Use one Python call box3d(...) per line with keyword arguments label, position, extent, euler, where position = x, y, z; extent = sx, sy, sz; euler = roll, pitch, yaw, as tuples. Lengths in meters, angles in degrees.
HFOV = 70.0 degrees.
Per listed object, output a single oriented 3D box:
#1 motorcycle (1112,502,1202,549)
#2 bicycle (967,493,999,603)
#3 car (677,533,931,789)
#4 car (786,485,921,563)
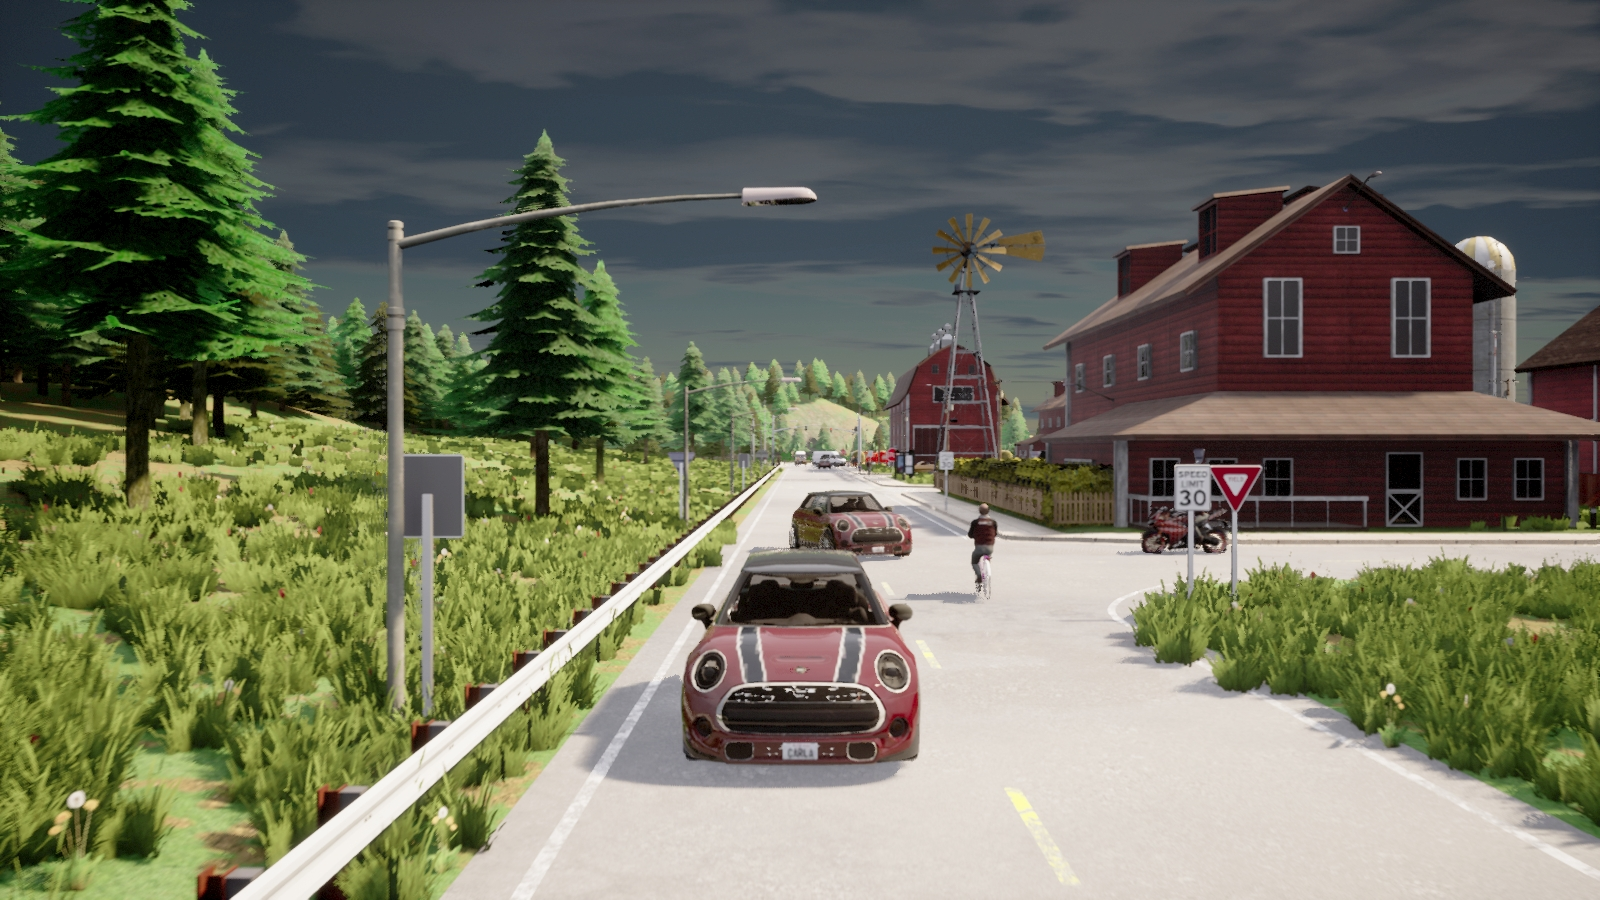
box3d(label="motorcycle", position=(9.781, 2.065, 31.356), extent=(2.209, 1.251, 0.867), euler=(0, 0, 0))
box3d(label="bicycle", position=(3.482, 1.815, 21.772), extent=(0.329, 1.919, 1.835), euler=(0, 1, 0))
box3d(label="car", position=(0.052, 1.905, 11.695), extent=(2.097, 1.767, 4.553), euler=(0, 0, 0))
box3d(label="car", position=(1.304, 1.866, 30.095), extent=(2.097, 1.767, 4.553), euler=(-1, 0, -17))
